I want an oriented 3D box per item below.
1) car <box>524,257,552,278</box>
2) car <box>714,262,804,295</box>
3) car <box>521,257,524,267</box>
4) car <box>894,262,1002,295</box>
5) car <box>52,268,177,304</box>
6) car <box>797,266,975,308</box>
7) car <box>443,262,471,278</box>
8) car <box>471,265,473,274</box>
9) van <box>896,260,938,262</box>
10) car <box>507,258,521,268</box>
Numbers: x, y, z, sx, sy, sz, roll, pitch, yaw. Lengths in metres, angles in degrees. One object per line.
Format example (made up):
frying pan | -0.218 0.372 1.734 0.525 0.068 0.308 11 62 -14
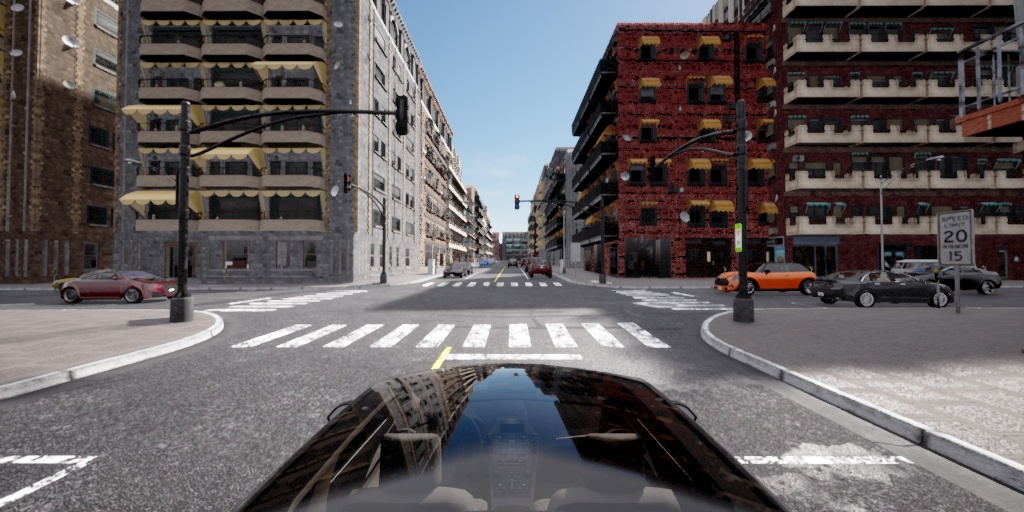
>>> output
car | 2.602 1.070 33.731 2.192 1.841 5.009 0 0 0
car | 13.223 1.099 18.889 4.553 1.767 2.097 0 -1 1
car | 2.615 1.077 44.854 2.192 1.841 5.009 0 0 0
car | 22.419 1.216 18.825 4.902 1.511 2.128 0 -1 0
car | -17.192 1.336 16.014 4.181 1.385 1.994 0 -1 0
car | 13.758 1.183 13.425 4.403 1.370 2.007 0 0 0
car | -5.279 1.321 33.694 1.948 1.339 4.313 0 0 0
car | -5.273 1.323 39.255 1.948 1.339 4.313 0 0 0
van | 24.925 1.111 21.265 3.998 1.789 1.690 0 0 0
car | 0.168 1.317 63.892 1.837 1.490 4.892 0 0 0
